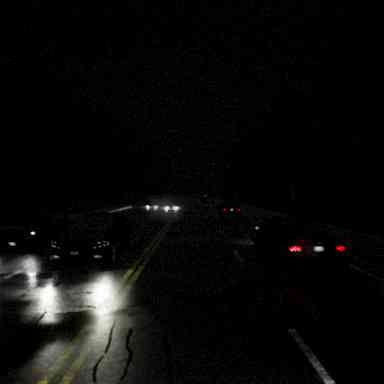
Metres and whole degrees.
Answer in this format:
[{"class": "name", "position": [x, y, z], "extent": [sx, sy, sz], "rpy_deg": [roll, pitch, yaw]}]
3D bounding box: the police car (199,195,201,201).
[{"class": "police car", "position": [3.256, 1.546, 76.028], "extent": [1.930, 1.638, 5.238], "rpy_deg": [0, 0, 0]}]

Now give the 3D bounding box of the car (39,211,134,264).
[{"class": "car", "position": [-3.350, 1.483, 11.985], "extent": [1.882, 1.535, 5.008], "rpy_deg": [0, 0, 0]}]

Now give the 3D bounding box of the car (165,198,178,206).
[{"class": "car", "position": [-3.303, 1.667, 54.780], "extent": [1.895, 1.301, 4.718], "rpy_deg": [0, 0, 0]}]

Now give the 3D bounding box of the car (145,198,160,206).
[{"class": "car", "position": [-6.557, 1.631, 55.722], "extent": [1.994, 1.385, 4.181], "rpy_deg": [0, 0, 0]}]

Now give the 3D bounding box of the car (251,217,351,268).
[{"class": "car", "position": [3.352, 1.552, 11.299], "extent": [2.033, 1.411, 5.357], "rpy_deg": [0, 0, 0]}]

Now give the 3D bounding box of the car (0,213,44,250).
[{"class": "car", "position": [-6.599, 1.608, 14.448], "extent": [1.895, 1.301, 4.718], "rpy_deg": [0, 0, 0]}]

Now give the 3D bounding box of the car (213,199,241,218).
[{"class": "car", "position": [3.351, 1.571, 30.649], "extent": [2.033, 1.411, 5.357], "rpy_deg": [0, 0, 0]}]

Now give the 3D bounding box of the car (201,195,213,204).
[{"class": "car", "position": [3.255, 1.519, 64.918], "extent": [2.033, 1.649, 4.856], "rpy_deg": [0, 0, 0]}]
